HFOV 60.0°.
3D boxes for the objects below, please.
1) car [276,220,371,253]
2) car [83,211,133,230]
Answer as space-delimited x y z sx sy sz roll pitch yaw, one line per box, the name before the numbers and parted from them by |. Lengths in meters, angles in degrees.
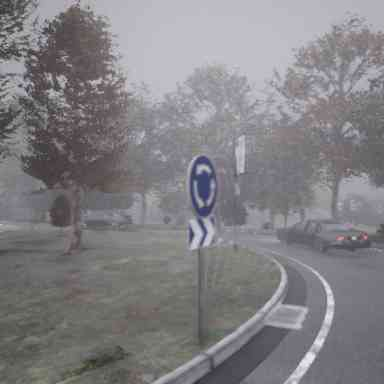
car | 6.266 2.088 16.582 2.033 1.411 5.357 0 -2 -15
car | -7.579 2.429 28.788 4.902 1.511 2.128 -1 -2 11
